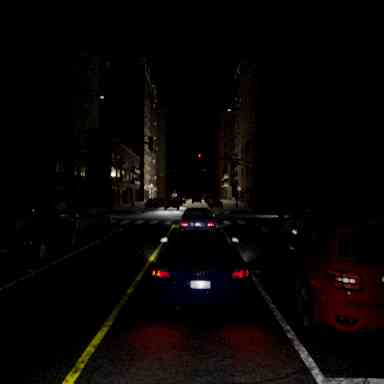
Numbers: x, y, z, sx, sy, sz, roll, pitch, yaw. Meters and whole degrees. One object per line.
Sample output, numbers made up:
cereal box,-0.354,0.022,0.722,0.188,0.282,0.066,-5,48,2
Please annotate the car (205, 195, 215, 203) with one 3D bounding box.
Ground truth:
car,3.329,1.571,50.547,1.802,1.307,4.206,1,0,1

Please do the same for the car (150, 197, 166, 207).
car,-5.195,1.534,50.668,1.887,1.381,4.507,1,0,1

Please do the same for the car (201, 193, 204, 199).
car,3.555,1.304,67.566,2.192,1.841,5.009,1,0,1

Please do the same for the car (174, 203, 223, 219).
car,0.277,1.543,17.799,2.033,1.411,5.357,0,0,0

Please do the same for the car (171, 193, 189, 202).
car,-2.255,1.341,62.272,2.097,1.767,4.553,0,0,1

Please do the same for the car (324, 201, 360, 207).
car,13.580,1.625,31.945,4.902,1.511,2.128,1,-1,1

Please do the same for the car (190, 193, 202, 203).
car,0.992,1.467,68.747,1.882,1.535,5.008,0,0,1

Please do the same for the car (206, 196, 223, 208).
car,3.255,1.572,44.874,1.802,1.307,4.206,1,0,1

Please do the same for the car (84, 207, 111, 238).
car,-5.626,1.521,17.808,1.752,1.417,4.829,1,0,1

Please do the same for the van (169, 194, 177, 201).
van,-4.748,1.332,84.702,1.690,1.788,3.998,1,0,1

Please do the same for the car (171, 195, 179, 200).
car,-4.676,1.574,90.374,1.802,1.307,4.206,1,0,1

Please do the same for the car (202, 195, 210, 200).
car,3.849,1.558,90.257,1.947,1.339,4.313,1,0,1

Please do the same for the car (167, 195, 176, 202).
car,-4.823,1.430,79.029,1.967,1.590,4.097,1,0,1

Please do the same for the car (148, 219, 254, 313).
car,0.179,1.562,7.735,1.994,1.385,4.181,0,0,1

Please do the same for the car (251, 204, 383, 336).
car,2.756,1.313,6.609,2.192,1.841,5.009,1,0,1

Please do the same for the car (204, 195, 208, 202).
car,3.403,1.571,56.220,1.802,1.307,4.206,1,0,1

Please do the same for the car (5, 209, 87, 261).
car,-5.697,1.541,12.354,1.887,1.381,4.507,1,0,1

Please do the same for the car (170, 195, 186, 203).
car,-2.410,1.590,52.631,1.895,1.301,4.718,0,0,1

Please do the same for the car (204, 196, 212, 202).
car,3.701,1.572,78.911,1.802,1.307,4.206,1,0,1

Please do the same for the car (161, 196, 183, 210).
car,-2.540,1.591,43.200,1.895,1.301,4.718,0,0,1

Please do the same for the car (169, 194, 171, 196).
car,-4.973,1.571,67.685,1.802,1.307,4.206,1,0,1

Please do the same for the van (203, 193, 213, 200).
van,3.480,1.330,61.893,1.690,1.788,3.998,1,0,1

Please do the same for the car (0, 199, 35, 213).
car,-16.412,1.328,29.302,4.902,1.511,2.128,1,-1,1

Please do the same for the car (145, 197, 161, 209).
car,-5.270,1.535,44.995,1.887,1.381,4.507,1,0,1

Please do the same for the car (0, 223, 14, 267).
car,-5.773,1.523,6.560,1.752,1.417,4.829,1,0,1
